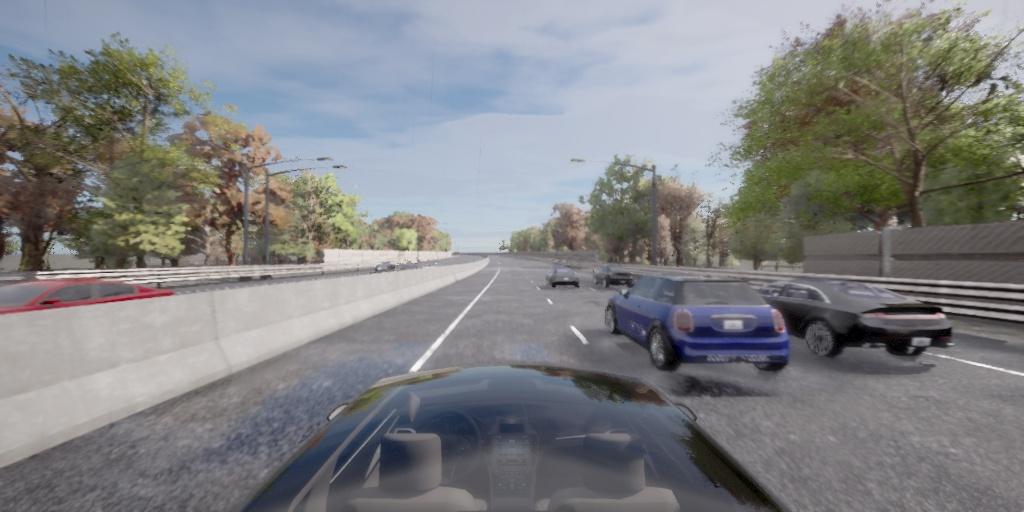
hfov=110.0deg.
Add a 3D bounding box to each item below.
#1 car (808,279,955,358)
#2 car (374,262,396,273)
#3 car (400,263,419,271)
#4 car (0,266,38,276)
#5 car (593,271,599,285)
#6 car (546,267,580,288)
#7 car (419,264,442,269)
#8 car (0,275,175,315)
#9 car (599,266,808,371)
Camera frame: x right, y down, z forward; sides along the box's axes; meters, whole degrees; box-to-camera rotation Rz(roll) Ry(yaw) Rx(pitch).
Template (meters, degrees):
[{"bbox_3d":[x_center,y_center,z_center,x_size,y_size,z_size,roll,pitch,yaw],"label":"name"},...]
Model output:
[{"bbox_3d":[7.102,1.296,8.645,2.128,1.511,4.902,0,0,0],"label":"car"},{"bbox_3d":[-17.778,1.579,50.526,2.128,1.511,4.902,0,0,0],"label":"car"},{"bbox_3d":[-14.278,1.652,50.484,1.994,1.385,4.181,0,0,0],"label":"car"},{"bbox_3d":[-14.099,1.159,8.524,2.097,1.767,4.553,0,0,0],"label":"car"},{"bbox_3d":[7.098,1.442,25.400,1.837,1.490,4.892,0,0,0],"label":"car"},{"bbox_3d":[3.596,1.505,25.883,1.994,1.385,4.181,0,0,0],"label":"car"},{"bbox_3d":[-10.766,1.686,48.749,1.895,1.301,4.718,0,0,0],"label":"car"},{"bbox_3d":[-10.598,1.281,8.193,1.882,1.535,5.008,0,0,0],"label":"car"},{"bbox_3d":[3.601,1.151,7.958,2.097,1.767,4.553,0,-1,0],"label":"car"}]
